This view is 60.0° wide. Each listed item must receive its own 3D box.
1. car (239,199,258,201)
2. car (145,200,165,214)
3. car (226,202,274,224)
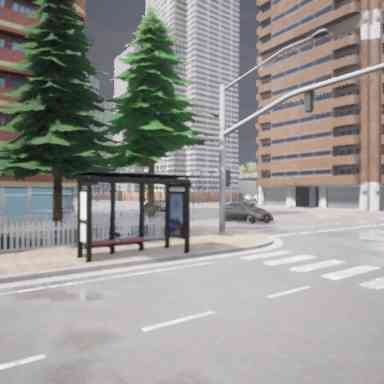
[{"bbox_3d":[5.033,1.699,31.618,1.837,1.490,4.892,0,0,-35],"label":"car"},{"bbox_3d":[-3.687,1.680,37.901,1.837,1.490,4.892,0,-1,-35],"label":"car"},{"bbox_3d":[4.432,1.736,26.417,1.994,1.385,4.181,0,0,-35],"label":"car"}]
